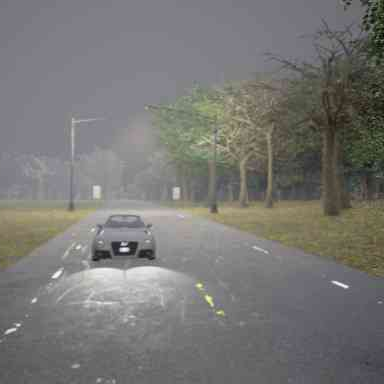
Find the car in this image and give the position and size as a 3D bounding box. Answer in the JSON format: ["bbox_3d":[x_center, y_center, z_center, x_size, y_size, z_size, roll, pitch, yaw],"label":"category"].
[{"bbox_3d":[-2.414,1.522,11.898,1.994,1.385,4.181,1,0,-12],"label":"car"}]
